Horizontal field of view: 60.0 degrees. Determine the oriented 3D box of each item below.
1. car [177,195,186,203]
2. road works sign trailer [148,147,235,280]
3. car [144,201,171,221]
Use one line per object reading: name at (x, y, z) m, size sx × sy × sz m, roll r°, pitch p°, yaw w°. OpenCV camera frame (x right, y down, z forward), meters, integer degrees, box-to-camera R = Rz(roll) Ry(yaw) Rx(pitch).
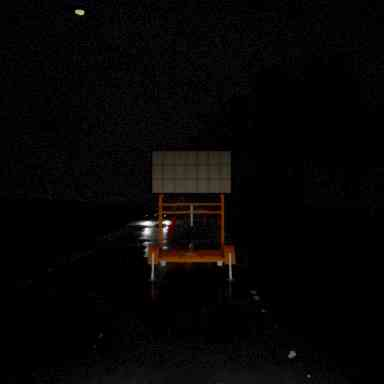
car at (-2.675, 1.818, 84.573) m, size 2.150 × 2.045 × 5.566 m, roll 0°, pitch -2°, yaw 0°
road works sign trailer at (-0.011, 0.471, 9.901) m, size 2.380 × 3.560 × 2.880 m, roll 0°, pitch 0°, yaw 0°
car at (-2.826, 1.549, 28.113) m, size 1.837 × 1.490 × 4.892 m, roll 0°, pitch 0°, yaw 0°
